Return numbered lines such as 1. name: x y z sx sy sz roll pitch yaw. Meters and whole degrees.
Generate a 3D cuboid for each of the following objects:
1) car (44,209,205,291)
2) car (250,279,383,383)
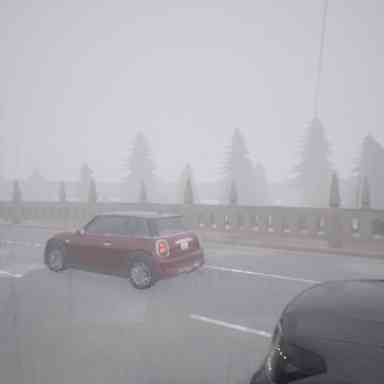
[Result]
1. car: -1.979 1.314 9.140 4.553 1.767 2.097 0 0 32
2. car: 3.087 1.211 1.658 5.566 2.045 2.150 0 0 36
